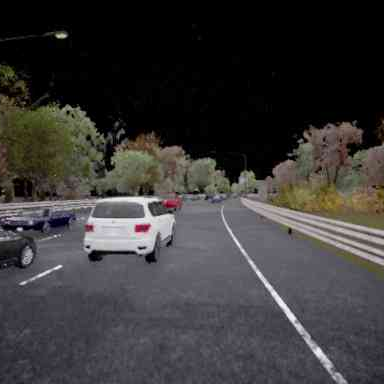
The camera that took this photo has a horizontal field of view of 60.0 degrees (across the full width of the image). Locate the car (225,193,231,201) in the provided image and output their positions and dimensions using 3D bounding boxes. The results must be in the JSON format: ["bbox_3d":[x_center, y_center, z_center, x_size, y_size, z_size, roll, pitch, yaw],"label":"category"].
[{"bbox_3d":[8.459,1.508,86.194,1.812,1.442,4.674,0,0,11],"label":"car"}]

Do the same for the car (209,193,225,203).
[{"bbox_3d":[5.056,1.503,66.933,1.812,1.442,4.674,0,0,9],"label":"car"}]

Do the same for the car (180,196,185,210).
[{"bbox_3d":[-2.603,1.192,38.793,2.150,2.045,5.566,0,0,7],"label":"car"}]

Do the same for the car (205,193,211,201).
[{"bbox_3d":[4.826,1.203,85.803,2.150,2.045,5.566,0,0,11],"label":"car"}]

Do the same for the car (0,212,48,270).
[{"bbox_3d":[-5.850,1.489,8.342,1.837,1.490,4.892,0,0,5],"label":"car"}]

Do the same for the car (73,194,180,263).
[{"bbox_3d":[-2.001,1.211,12.210,2.150,2.045,5.566,0,0,5],"label":"car"}]

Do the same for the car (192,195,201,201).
[{"bbox_3d":[1.175,1.511,85.321,2.033,1.411,5.357,0,0,11],"label":"car"}]

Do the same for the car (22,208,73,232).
[{"bbox_3d":[-8.397,1.571,18.900,1.895,1.301,4.718,0,0,6],"label":"car"}]
